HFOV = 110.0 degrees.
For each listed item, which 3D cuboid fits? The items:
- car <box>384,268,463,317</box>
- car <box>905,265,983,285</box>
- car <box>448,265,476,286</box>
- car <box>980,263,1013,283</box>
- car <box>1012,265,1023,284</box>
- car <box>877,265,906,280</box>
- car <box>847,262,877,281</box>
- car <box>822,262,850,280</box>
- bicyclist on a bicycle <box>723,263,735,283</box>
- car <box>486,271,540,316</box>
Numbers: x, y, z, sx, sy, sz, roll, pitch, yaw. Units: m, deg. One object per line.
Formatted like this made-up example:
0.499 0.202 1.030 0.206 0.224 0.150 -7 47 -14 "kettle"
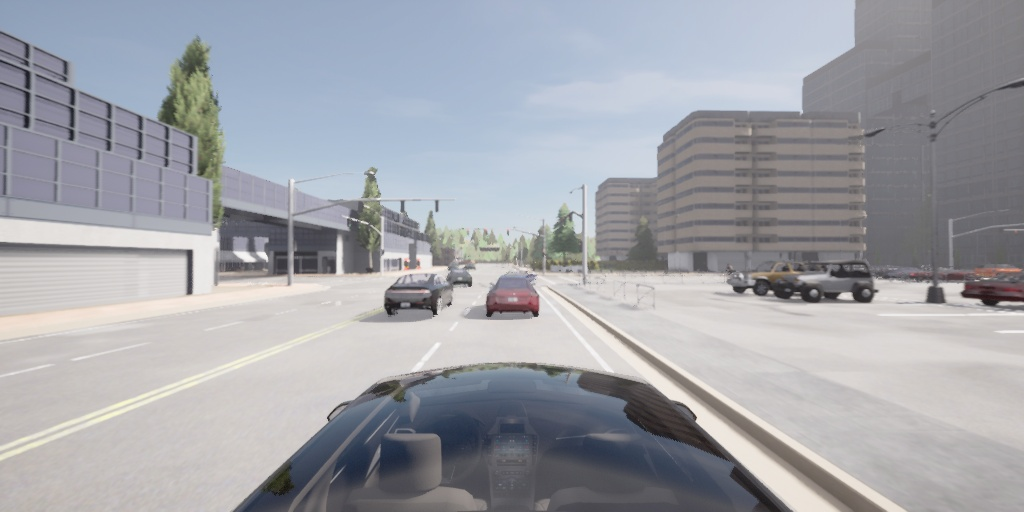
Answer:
-3.470 1.416 14.126 2.128 1.511 4.902 0 -1 0 "car"
41.025 1.806 34.103 4.718 1.301 1.895 0 -1 -1 "car"
-4.402 1.698 29.080 1.994 1.385 4.181 0 -1 -13 "car"
51.930 1.612 37.961 4.553 1.767 2.097 0 -1 -2 "car"
52.033 1.563 34.463 4.553 1.767 2.097 0 -1 -2 "car"
41.655 1.819 37.614 4.181 1.385 1.994 0 -1 -1 "car"
42.273 1.797 41.221 4.902 1.511 2.128 0 -1 -1 "car"
42.144 1.860 44.719 4.892 1.490 1.837 0 -1 -1 "car"
17.941 1.443 29.583 0.582 1.620 1.656 0 -1 -2 "bicyclist on a bicycle"
0.031 1.491 14.309 1.994 1.385 4.181 0 -1 0 "car"
